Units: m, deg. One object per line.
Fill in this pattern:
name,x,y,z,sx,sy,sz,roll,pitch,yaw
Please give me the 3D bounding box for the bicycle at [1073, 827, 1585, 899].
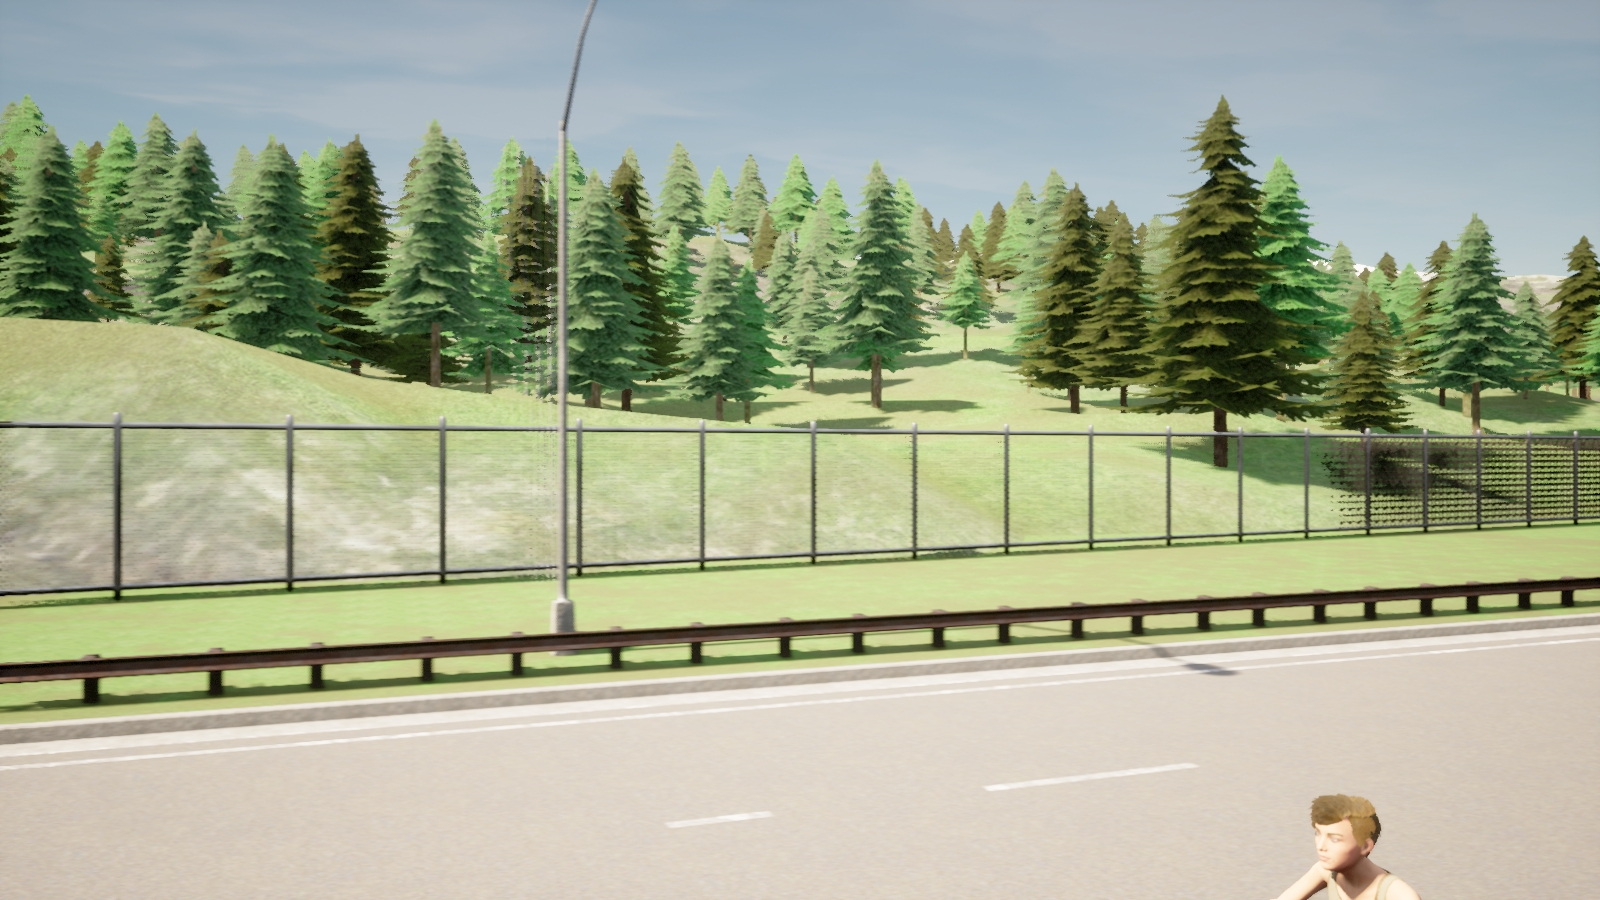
bicycle,1.827,2.157,3.951,1.487,1.277,0.859,0,0,-20
